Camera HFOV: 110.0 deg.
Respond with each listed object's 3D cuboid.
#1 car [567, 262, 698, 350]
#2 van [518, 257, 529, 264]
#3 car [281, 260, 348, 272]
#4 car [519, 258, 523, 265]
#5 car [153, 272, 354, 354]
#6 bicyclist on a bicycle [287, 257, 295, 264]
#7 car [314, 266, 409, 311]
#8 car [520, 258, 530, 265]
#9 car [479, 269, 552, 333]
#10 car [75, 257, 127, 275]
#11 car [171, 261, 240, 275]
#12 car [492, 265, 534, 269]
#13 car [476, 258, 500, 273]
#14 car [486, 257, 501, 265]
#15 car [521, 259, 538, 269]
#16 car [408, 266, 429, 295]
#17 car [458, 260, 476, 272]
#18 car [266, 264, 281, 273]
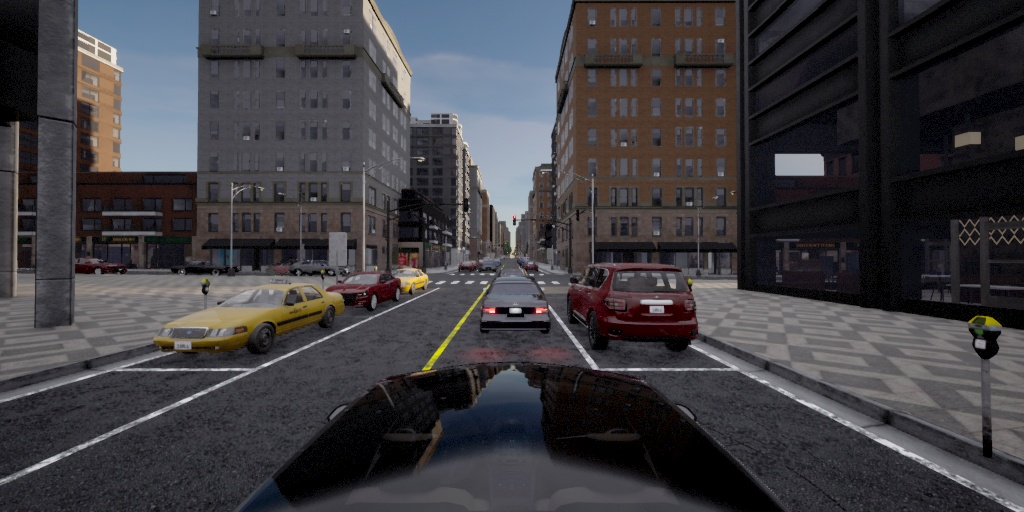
[{"bbox_3d":[2.649,1.066,8.986,2.192,1.841,5.009,0,0,0],"label":"car"},{"bbox_3d":[2.494,1.108,64.274,1.690,1.789,3.998,0,0,0],"label":"van"},{"bbox_3d":[-16.843,1.092,31.371,4.902,1.511,2.128,1,-1,0],"label":"car"},{"bbox_3d":[2.510,1.347,58.601,1.802,1.307,4.207,0,0,0],"label":"car"},{"bbox_3d":[-5.876,1.277,8.801,1.751,1.417,4.829,0,0,0],"label":"car"},{"bbox_3d":[-23.113,0.909,37.632,0.582,1.620,1.656,0,0,0],"label":"bicyclist on a bicycle"},{"bbox_3d":[-5.893,1.298,14.595,1.888,1.381,4.507,0,0,0],"label":"car"},{"bbox_3d":[2.526,1.345,52.927,1.802,1.307,4.207,0,0,0],"label":"car"},{"bbox_3d":[0.067,1.300,10.717,2.033,1.411,5.357,0,0,0],"label":"car"},{"bbox_3d":[-36.835,0.897,31.446,5.008,1.535,1.882,1,-1,0],"label":"car"},{"bbox_3d":[-26.740,1.112,31.403,4.718,1.301,1.895,1,-1,0],"label":"car"},{"bbox_3d":[0.018,1.355,20.444,1.895,1.301,4.718,0,0,0],"label":"car"},{"bbox_3d":[-2.960,1.324,43.536,1.994,1.385,4.181,0,0,-7],"label":"car"},{"bbox_3d":[-3.247,1.330,59.539,1.994,1.385,4.181,0,0,0],"label":"car"},{"bbox_3d":[2.542,1.343,47.254,1.802,1.307,4.207,0,0,0],"label":"car"},{"bbox_3d":[-5.908,1.279,20.050,1.751,1.417,4.829,0,0,0],"label":"car"},{"bbox_3d":[-5.985,1.306,47.239,1.888,1.381,4.507,0,0,0],"label":"car"},{"bbox_3d":[-21.239,1.158,34.583,4.181,1.385,1.994,1,-1,0],"label":"car"}]
